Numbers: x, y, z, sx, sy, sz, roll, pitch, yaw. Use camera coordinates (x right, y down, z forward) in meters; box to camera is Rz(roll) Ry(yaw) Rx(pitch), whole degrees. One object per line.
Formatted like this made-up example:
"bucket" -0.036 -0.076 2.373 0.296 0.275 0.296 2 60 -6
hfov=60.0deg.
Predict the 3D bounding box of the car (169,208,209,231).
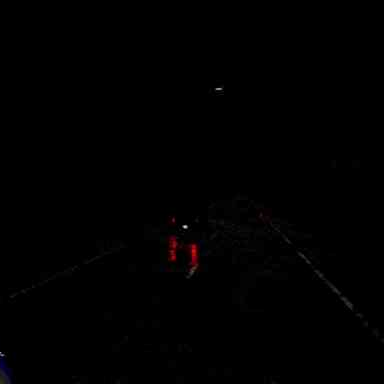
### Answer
"car" -0.034 1.605 20.473 1.895 1.301 4.718 0 0 8

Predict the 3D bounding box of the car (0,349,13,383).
"car" -2.874 1.351 1.205 2.097 1.767 4.553 0 0 8

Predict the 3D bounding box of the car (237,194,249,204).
"car" 9.830 1.579 63.397 1.994 1.385 4.181 0 0 9

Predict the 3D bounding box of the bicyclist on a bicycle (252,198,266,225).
"bicyclist on a bicycle" 4.685 1.441 22.700 0.866 1.612 1.509 0 0 9
